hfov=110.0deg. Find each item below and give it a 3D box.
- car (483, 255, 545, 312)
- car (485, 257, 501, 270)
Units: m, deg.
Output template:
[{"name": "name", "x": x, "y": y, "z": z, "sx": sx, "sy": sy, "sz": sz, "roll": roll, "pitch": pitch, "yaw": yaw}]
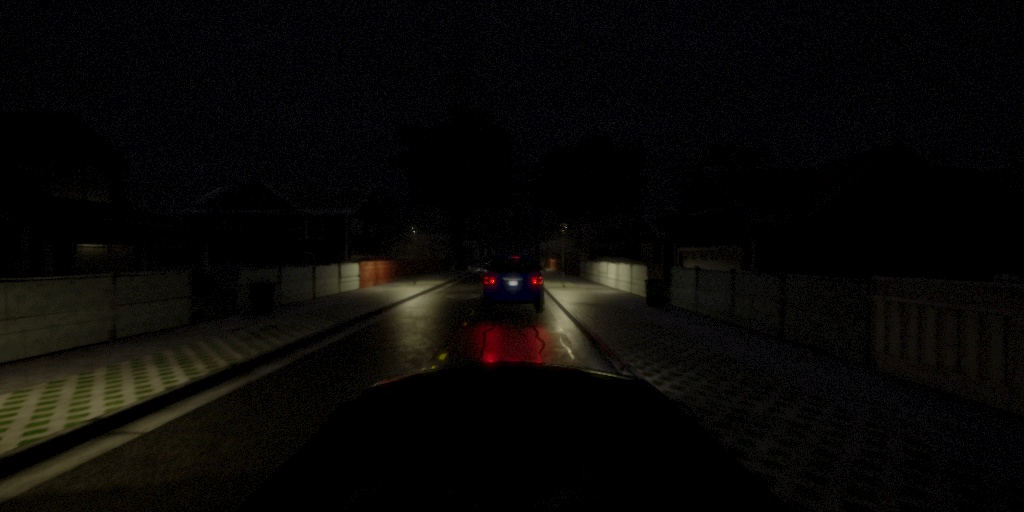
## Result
[{"name": "car", "x": 0.065, "y": 0.966, "z": 14.343, "sx": 2.150, "sy": 2.045, "sz": 5.566, "roll": 0, "pitch": 0, "yaw": 0}, {"name": "car", "x": -2.807, "y": 1.089, "z": 54.439, "sx": 2.097, "sy": 1.767, "sz": 4.553, "roll": 0, "pitch": 0, "yaw": 0}]
